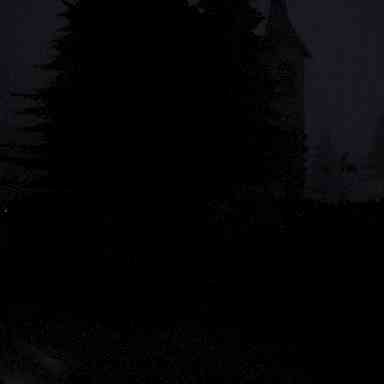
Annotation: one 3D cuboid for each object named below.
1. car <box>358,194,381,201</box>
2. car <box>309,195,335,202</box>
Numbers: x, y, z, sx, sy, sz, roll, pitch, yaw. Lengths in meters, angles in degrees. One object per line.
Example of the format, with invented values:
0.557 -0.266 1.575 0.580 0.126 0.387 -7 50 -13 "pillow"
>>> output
42.409 1.340 79.516 3.633 1.501 1.845 0 0 35 "car"
27.561 1.367 71.636 4.514 1.523 2.007 0 0 35 "car"
